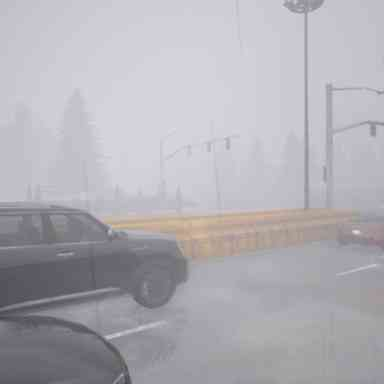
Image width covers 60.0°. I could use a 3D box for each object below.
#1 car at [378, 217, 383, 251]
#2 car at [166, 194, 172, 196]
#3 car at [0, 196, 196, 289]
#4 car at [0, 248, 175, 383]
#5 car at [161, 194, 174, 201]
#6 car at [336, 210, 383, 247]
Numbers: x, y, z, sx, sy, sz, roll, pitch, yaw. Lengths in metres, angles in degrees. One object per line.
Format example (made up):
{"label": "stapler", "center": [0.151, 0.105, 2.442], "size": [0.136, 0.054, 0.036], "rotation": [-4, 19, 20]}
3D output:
{"label": "car", "center": [7.133, 1.408, 8.797], "size": [4.892, 1.490, 1.837], "rotation": [-1, 0, -35]}
{"label": "car", "center": [-1.330, 1.298, 45.317], "size": [1.812, 1.442, 4.674], "rotation": [-1, 0, -35]}
{"label": "car", "center": [-2.707, 1.209, 6.104], "size": [5.566, 2.045, 2.150], "rotation": [-1, 0, -36]}
{"label": "car", "center": [-2.709, 1.503, 1.804], "size": [4.902, 1.511, 2.128], "rotation": [-1, 0, -35]}
{"label": "car", "center": [-5.258, 1.149, 72.187], "size": [2.128, 1.511, 4.902], "rotation": [0, 0, 3]}
{"label": "car", "center": [7.751, 1.439, 13.525], "size": [4.181, 1.385, 1.994], "rotation": [-1, 0, -35]}
